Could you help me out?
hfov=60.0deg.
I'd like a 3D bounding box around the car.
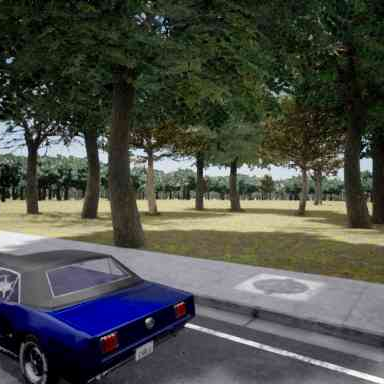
[{"bbox_3d":[-2.367,1.602,5.251,4.718,1.301,1.895,0,0,36],"label":"car"}]
